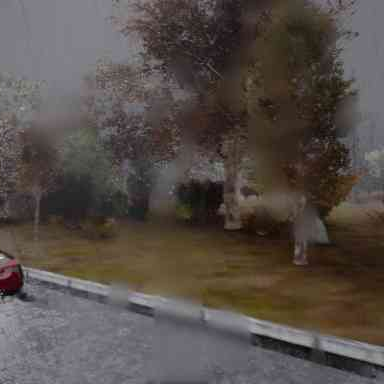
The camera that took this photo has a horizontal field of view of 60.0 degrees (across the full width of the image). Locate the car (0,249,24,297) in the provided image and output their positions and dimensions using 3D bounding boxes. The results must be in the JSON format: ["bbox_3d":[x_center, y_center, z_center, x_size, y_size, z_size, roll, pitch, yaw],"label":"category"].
[{"bbox_3d":[-5.800,1.690,7.802,4.181,1.385,1.994,-1,0,36],"label":"car"}]
